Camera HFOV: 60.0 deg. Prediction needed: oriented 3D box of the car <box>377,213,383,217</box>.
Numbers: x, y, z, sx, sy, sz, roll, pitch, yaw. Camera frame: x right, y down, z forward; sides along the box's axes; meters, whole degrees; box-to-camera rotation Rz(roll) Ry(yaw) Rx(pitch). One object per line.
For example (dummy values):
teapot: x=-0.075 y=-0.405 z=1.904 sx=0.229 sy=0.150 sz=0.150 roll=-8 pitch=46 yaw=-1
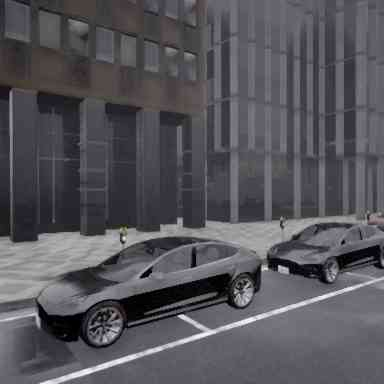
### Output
car: x=8.634 y=1.313 z=12.811 sx=5.009 sy=1.841 sz=2.192 roll=0 pitch=0 yaw=-35

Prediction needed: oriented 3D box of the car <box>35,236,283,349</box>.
car: x=-0.543 y=1.565 z=6.264 sx=4.313 sy=1.339 sz=1.947 roll=0 pitch=0 yaw=-35

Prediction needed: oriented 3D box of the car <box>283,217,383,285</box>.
car: x=4.046 y=1.564 z=9.537 sx=4.313 sy=1.339 sz=1.947 roll=0 pitch=0 yaw=-35
